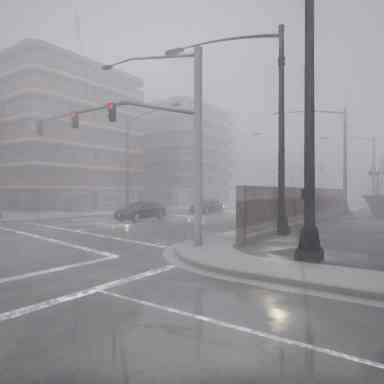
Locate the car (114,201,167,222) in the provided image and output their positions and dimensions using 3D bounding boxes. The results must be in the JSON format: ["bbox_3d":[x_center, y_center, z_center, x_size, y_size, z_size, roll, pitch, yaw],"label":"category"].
[{"bbox_3d":[-3.996,1.505,26.359,1.837,1.490,4.892,0,0,35],"label":"car"}]

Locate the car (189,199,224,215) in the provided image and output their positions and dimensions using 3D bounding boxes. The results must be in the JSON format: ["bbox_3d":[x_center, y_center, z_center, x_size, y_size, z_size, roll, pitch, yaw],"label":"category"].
[{"bbox_3d":[1.597,1.505,34.480,1.837,1.490,4.892,0,0,35],"label":"car"}]
